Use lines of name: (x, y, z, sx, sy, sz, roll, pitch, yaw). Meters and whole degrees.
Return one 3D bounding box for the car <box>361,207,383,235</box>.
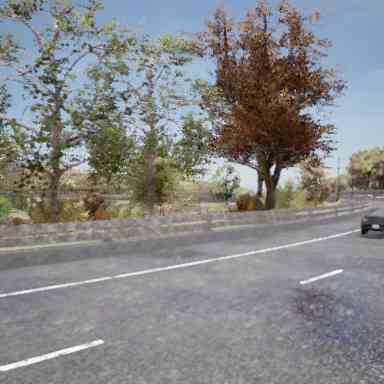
car: (10.680, 1.548, 18.096, 1.812, 1.442, 4.674, 0, 0, 44)
